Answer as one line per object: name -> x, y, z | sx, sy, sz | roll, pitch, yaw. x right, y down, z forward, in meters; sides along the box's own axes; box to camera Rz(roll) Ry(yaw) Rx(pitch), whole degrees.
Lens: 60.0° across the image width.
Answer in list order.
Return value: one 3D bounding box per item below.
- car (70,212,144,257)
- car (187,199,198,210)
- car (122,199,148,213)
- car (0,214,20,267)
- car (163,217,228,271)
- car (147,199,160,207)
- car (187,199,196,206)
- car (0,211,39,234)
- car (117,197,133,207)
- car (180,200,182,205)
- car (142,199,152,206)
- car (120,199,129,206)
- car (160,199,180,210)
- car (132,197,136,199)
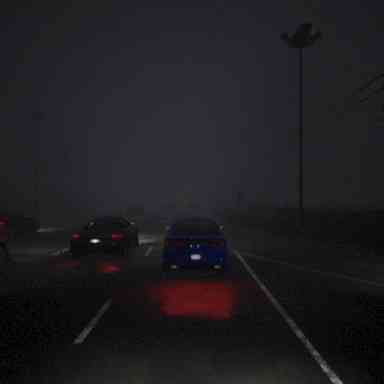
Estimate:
car -> -3.402, 1.718, 13.666 | 1.994, 1.385, 4.181 | 0, -1, 0
car -> 0.095, 2.139, 52.867 | 2.033, 1.411, 5.357 | 0, -1, 0
car -> -6.904, 1.984, 41.010 | 1.812, 1.442, 4.674 | 0, 0, 0
car -> -6.901, 1.578, 8.852 | 1.882, 1.535, 5.008 | 0, 0, 0
car -> 0.098, 1.606, 11.389 | 1.882, 1.535, 5.008 | 0, 0, 0
car -> -6.906, 2.077, 65.040 | 2.097, 1.767, 4.553 | 0, -1, 0
car -> -0.007, 2.408, 77.653 | 2.033, 1.411, 5.357 | 0, -1, 0
car -> -10.403, 1.774, 18.768 | 1.994, 1.385, 4.181 | 0, -1, 0
car -> -14.006, 2.299, 67.928 | 2.033, 1.411, 5.357 | 0, -1, 0
car -> -3.507, 2.424, 77.943 | 1.994, 1.385, 4.181 | 0, -1, 0
car -> -10.507, 2.374, 78.251 | 1.837, 1.490, 4.892 | 0, -1, 0
car -> -10.404, 2.234, 56.659 | 1.895, 1.301, 4.718 | 0, -1, 0
car -> -3.406, 2.133, 52.410 | 2.033, 1.411, 5.357 | 0, -1, 0
car -> -14.007, 2.091, 77.563 | 2.150, 2.045, 5.566 | 0, -1, 0
